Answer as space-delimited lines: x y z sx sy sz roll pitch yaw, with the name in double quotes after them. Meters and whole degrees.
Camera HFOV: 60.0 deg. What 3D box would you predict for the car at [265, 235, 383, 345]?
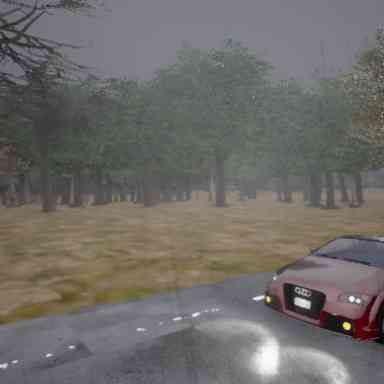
3.359 1.561 6.386 4.181 1.385 1.994 0 0 -35 "car"
